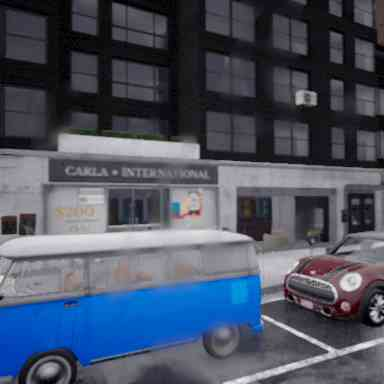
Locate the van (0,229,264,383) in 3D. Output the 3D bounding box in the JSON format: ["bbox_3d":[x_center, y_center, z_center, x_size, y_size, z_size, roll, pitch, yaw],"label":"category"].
[{"bbox_3d":[-0.893,1.483,4.841,3.998,1.788,1.690,0,-2,-26],"label":"van"}]

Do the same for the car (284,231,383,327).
[{"bbox_3d":[3.972,1.613,7.211,4.097,1.590,1.967,0,-2,-26],"label":"car"}]
